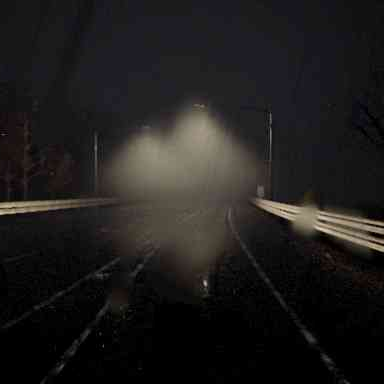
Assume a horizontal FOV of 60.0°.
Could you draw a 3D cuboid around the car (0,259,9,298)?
[{"bbox_3d":[-4.935,1.339,4.909,2.097,1.767,4.553,0,0,7],"label":"car"}]
